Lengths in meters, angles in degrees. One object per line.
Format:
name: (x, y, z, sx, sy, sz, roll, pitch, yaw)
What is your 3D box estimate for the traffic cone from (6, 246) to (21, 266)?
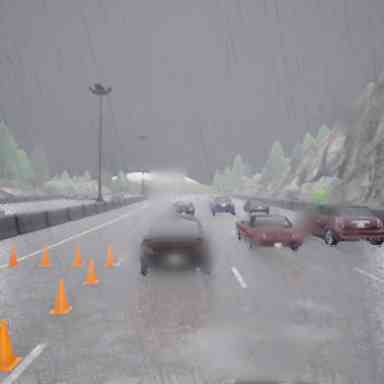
traffic cone: (-5.540, 1.983, 10.321, 0.340, 0.580, 0.340, 0, 0, 1)

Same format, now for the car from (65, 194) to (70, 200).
car: (-25.933, 1.068, 72.333, 2.033, 1.411, 5.357, 0, 1, -1)

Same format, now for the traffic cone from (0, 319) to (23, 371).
traffic cone: (-2.464, 1.972, 4.365, 0.340, 0.580, 0.340, 0, 0, -1)

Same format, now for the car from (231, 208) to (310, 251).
car: (3.011, 1.568, 13.887, 1.895, 1.301, 4.718, 0, 0, -1)

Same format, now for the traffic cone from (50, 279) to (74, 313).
traffic cone: (-2.493, 1.970, 6.365, 0.340, 0.580, 0.340, 0, 0, -1)

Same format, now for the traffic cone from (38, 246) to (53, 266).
traffic cone: (-4.547, 1.977, 10.334, 0.340, 0.580, 0.340, 0, 0, -2)

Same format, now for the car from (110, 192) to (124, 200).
car: (-15.376, 0.884, 68.327, 2.097, 1.767, 4.553, 0, 1, -1)

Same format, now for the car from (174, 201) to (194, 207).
car: (-0.722, 1.480, 30.047, 1.895, 1.301, 4.718, 0, 1, -1)

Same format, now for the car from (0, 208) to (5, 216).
car: (-14.822, 1.541, 23.075, 1.812, 1.442, 4.674, 0, 0, -1)

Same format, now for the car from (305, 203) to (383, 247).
car: (6.494, 1.295, 14.985, 2.097, 1.767, 4.553, 0, 0, -1)

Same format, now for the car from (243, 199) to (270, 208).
car: (6.242, 1.380, 32.572, 1.994, 1.385, 4.181, 0, 1, -1)

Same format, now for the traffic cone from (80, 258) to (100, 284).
traffic cone: (-2.522, 1.968, 8.365, 0.340, 0.580, 0.340, 0, 0, -1)

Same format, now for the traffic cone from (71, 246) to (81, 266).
traffic cone: (-3.549, 1.971, 10.351, 0.340, 0.580, 0.340, 0, 0, -1)

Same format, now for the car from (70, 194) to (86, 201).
car: (-22.367, 1.098, 67.782, 2.128, 1.511, 4.902, 0, 1, -1)

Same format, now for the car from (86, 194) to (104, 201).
car: (-18.843, 1.117, 66.077, 1.994, 1.385, 4.181, 0, 1, -1)

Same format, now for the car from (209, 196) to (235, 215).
car: (2.757, 1.198, 31.439, 2.097, 1.767, 4.553, 0, 1, -1)

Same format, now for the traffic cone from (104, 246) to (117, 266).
traffic cone: (-2.550, 1.966, 10.364, 0.340, 0.580, 0.340, 0, 0, -1)

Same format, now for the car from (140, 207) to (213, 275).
car: (-0.441, 1.475, 10.523, 1.882, 1.535, 5.008, 0, 0, -1)
